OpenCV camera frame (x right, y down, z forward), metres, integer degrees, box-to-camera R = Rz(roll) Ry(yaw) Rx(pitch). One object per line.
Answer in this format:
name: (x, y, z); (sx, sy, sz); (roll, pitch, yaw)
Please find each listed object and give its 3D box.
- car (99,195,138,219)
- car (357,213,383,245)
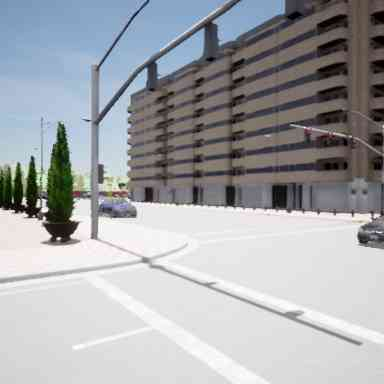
car: (-6.641, 1.365, 29.824); (2.097, 1.767, 4.553); (0, 0, -35)
car: (9.217, 1.579, 14.738); (4.674, 1.442, 1.812); (0, 0, -35)
